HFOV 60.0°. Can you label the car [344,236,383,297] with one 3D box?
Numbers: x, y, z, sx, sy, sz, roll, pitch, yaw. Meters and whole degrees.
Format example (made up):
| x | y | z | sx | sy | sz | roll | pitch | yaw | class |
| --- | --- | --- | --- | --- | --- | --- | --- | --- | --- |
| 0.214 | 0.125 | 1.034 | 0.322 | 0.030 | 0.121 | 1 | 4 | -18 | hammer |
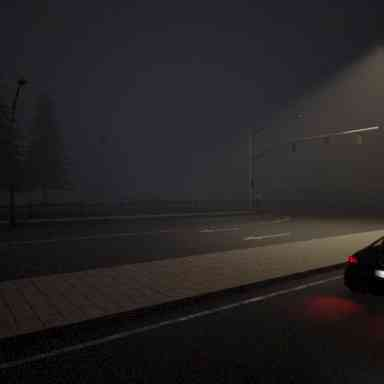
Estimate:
| x | y | z | sx | sy | sz | roll | pitch | yaw | class |
| --- | --- | --- | --- | --- | --- | --- | --- | --- | --- |
| 5.356 | 1.564 | 7.597 | 4.181 | 1.385 | 1.994 | 0 | 0 | -35 | car |
